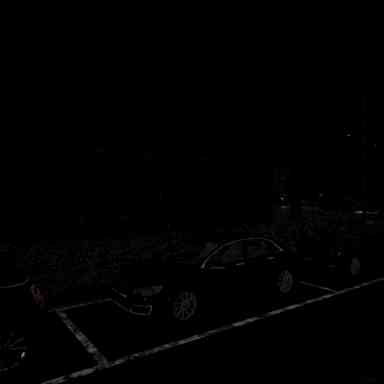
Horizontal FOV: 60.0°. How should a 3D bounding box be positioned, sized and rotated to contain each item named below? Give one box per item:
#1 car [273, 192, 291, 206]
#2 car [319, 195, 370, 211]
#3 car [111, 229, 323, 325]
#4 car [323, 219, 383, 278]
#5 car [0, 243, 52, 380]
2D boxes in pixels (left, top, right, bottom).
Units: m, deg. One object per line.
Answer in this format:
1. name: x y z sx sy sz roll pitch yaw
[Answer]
1. car: 10.204 0.834 41.325 2.097 1.767 4.553 0 1 -35
2. car: 15.452 1.135 33.979 1.882 1.535 5.008 0 1 -35
3. car: 0.501 1.551 7.003 4.403 1.369 2.008 0 0 -35
4. car: 4.946 1.545 10.169 4.507 1.381 1.887 0 0 -35
5. car: -3.944 1.440 3.838 4.097 1.590 1.967 0 0 -35
